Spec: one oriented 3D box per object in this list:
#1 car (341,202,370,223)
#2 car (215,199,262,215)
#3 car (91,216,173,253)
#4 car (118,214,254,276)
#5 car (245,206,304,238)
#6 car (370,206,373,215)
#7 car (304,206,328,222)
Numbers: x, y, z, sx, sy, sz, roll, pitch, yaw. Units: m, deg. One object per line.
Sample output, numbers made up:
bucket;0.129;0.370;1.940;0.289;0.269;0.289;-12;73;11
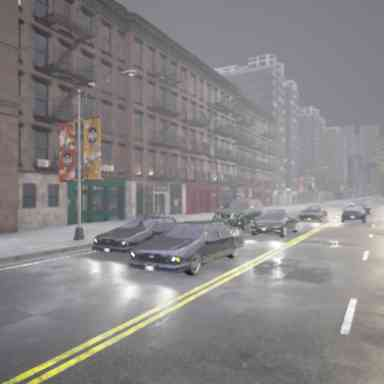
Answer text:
car;14.368;1.923;29.374;1.812;1.442;4.674;-1;-1;30
car;3.492;1.563;23.718;2.150;2.045;5.566;-1;-1;30
car;-1.806;1.767;14.492;2.033;1.411;5.357;-1;-1;29
car;0.161;1.718;11.375;2.033;1.411;5.357;-1;-1;30
car;5.059;1.788;19.919;1.837;1.490;4.892;-1;-1;30
car;21.076;2.050;41.074;1.837;1.490;4.892;-1;-1;30
car;11.407;1.973;30.872;2.033;1.411;5.357;-1;-1;30
